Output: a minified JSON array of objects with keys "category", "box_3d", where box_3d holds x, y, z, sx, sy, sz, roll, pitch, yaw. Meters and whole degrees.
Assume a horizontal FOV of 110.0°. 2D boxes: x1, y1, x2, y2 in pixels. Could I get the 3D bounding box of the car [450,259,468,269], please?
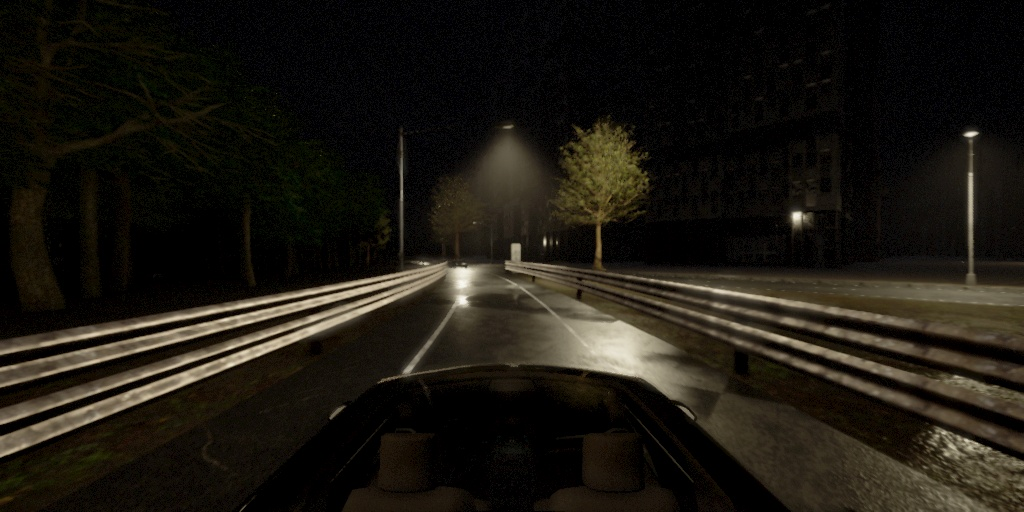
[{"category":"car","box_3d":[-7.646,1.141,51.344,1.895,1.301,4.718,0,0,-18]}]
